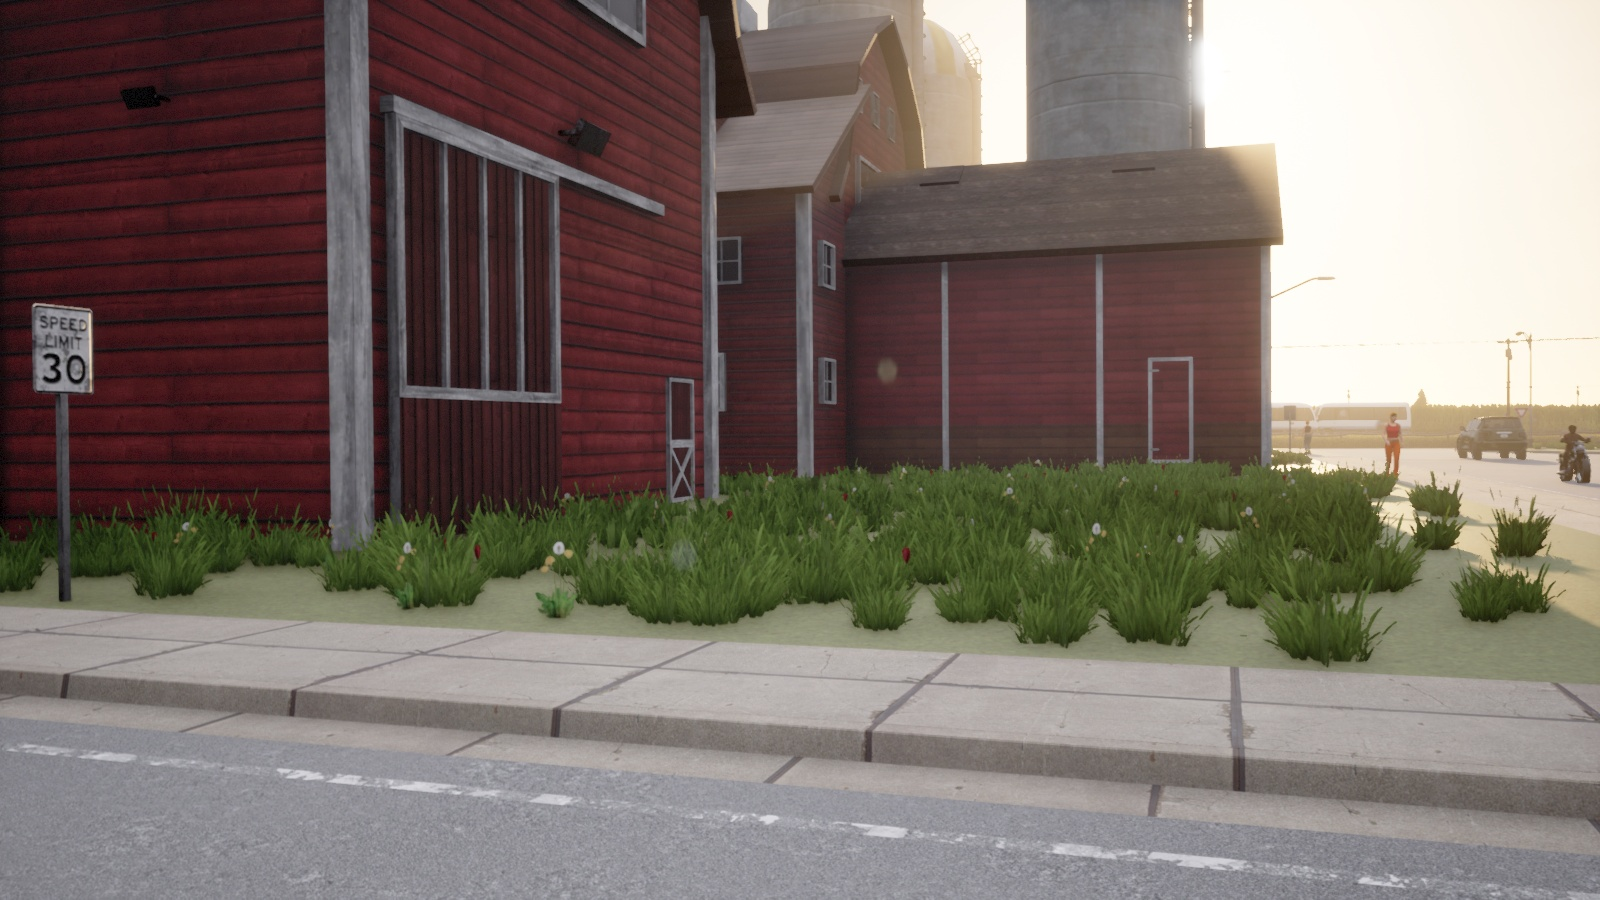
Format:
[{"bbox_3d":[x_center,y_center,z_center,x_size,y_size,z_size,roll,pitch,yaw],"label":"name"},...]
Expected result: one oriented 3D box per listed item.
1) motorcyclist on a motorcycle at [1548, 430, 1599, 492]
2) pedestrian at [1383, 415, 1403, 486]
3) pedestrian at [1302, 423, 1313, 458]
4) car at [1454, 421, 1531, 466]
[{"bbox_3d":[21.173,0.271,34.300,0.766,1.649,2.350,0,1,18],"label":"motorcyclist on a motorcycle"},{"bbox_3d":[15.516,-0.002,32.854,0.345,1.836,0.594,0,1,14],"label":"pedestrian"},{"bbox_3d":[26.817,-0.495,66.357,0.345,1.836,0.594,0,1,7],"label":"pedestrian"},{"bbox_3d":[32.946,-0.339,59.870,2.150,2.045,5.566,0,1,18],"label":"car"}]
